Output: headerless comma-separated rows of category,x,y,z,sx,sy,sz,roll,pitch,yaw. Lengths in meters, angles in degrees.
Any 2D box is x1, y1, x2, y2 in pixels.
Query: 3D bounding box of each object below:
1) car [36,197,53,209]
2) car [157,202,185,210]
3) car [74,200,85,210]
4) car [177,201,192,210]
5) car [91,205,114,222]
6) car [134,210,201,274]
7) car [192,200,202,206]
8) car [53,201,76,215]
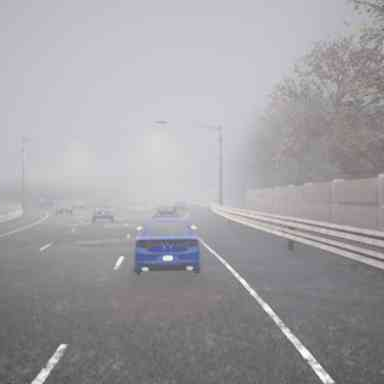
car,-26.609,1.917,60.235,2.150,2.045,5.566,0,-1,-35
car,-1.828,1.751,24.279,2.128,1.511,4.902,0,-1,-4
car,-18.817,2.108,54.527,2.128,1.511,4.902,0,-1,-30
car,-1.686,2.077,50.322,2.033,1.411,5.357,0,-1,5
car,-8.211,1.887,30.487,2.033,1.411,5.357,0,-1,-17
car,-0.837,1.597,11.107,1.882,1.535,5.008,0,-1,-5
car,1.027,2.396,70.611,1.895,1.301,4.718,0,-2,9
car,-15.549,2.062,40.406,1.895,1.301,4.718,0,-1,-23
